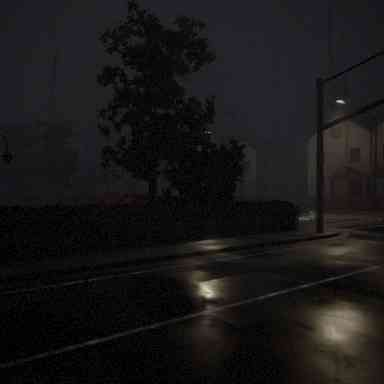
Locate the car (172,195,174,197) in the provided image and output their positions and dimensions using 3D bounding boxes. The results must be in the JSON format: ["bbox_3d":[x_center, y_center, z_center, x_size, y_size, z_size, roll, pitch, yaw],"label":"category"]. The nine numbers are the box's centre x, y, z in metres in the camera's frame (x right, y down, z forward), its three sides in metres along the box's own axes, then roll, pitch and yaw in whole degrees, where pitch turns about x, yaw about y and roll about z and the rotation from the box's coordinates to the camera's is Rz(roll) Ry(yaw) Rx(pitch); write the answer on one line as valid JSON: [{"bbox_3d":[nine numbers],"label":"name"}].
[{"bbox_3d":[-3.512,1.352,55.284,2.097,1.767,4.553,0,0,-35],"label":"car"}]

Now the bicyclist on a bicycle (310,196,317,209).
[{"bbox_3d":[15.200,1.303,41.376,1.656,1.620,0.582,0,0,-35],"label":"bicyclist on a bicycle"}]

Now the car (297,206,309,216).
[{"bbox_3d":[8.448,1.547,31.889,2.033,1.411,5.357,0,0,-35],"label":"car"}]
